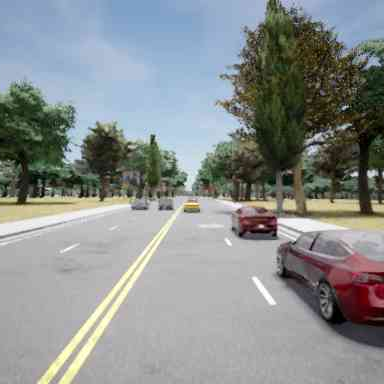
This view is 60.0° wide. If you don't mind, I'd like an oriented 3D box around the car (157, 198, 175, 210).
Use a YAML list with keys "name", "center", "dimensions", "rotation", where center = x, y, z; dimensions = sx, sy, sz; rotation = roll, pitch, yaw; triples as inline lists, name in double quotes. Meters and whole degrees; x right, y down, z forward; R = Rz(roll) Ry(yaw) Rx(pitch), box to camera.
- name: "car"
  center: [-3.257, 1.584, 42.427]
  dimensions: [1.837, 1.490, 4.892]
  rotation: [0, 0, 0]

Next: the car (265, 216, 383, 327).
- name: "car"
  center: [3.249, 1.500, 7.149]
  dimensions: [2.163, 1.488, 4.792]
  rotation: [0, 0, 0]

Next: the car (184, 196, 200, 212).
- name: "car"
  center: [-0.009, 1.480, 39.500]
  dimensions: [1.801, 1.575, 5.366]
  rotation: [0, 0, 0]

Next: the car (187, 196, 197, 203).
- name: "car"
  center: [-0.011, 1.681, 73.744]
  dimensions: [2.033, 1.411, 5.357]
  rotation: [0, 0, 0]

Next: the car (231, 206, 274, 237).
- name: "car"
  center: [3.248, 1.473, 18.121]
  dimensions: [1.882, 1.535, 5.008]
  rotation: [0, 0, 0]

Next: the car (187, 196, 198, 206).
- name: "car"
  center: [0.091, 1.549, 56.666]
  dimensions: [1.882, 1.535, 5.008]
  rotation: [0, 0, 0]

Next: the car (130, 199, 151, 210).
- name: "car"
  center: [-6.507, 1.597, 42.426]
  dimensions: [1.812, 1.442, 4.674]
  rotation: [0, 0, 0]
